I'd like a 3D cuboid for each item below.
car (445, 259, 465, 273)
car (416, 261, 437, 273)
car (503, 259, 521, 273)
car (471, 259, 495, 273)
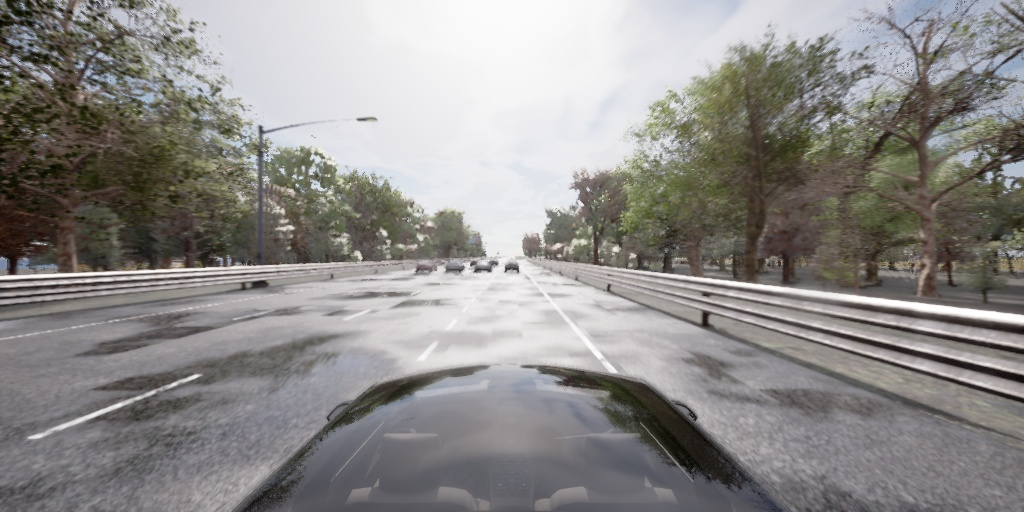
[{"bbox_3d":[-7.011,1.334,44.559,1.994,1.385,4.181,0,0,0],"label":"car"},{"bbox_3d":[-10.517,1.295,44.339,1.812,1.442,4.674,0,0,0],"label":"car"},{"bbox_3d":[-0.014,1.277,44.225,1.837,1.490,4.892,0,0,0],"label":"car"},{"bbox_3d":[-3.514,1.335,44.574,1.994,1.385,4.181,0,0,0],"label":"car"}]
